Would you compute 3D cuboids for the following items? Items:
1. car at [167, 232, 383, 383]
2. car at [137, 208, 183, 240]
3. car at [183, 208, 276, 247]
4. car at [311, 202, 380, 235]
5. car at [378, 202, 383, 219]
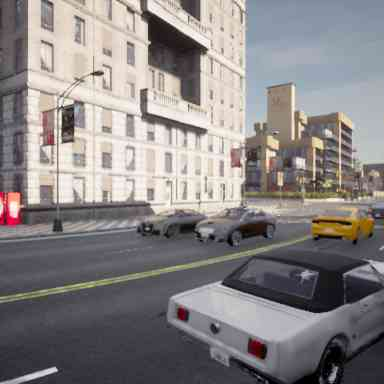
[{"bbox_3d":[2.028,1.601,5.247,4.718,1.301,1.895,0,0,-40],"label":"car"},{"bbox_3d":[-0.795,1.558,17.259,1.994,1.385,4.181,0,0,41],"label":"car"},{"bbox_3d":[2.129,1.489,15.287,2.128,1.511,4.902,0,0,41],"label":"car"},{"bbox_3d":[7.360,1.476,16.008,1.882,1.535,5.008,0,0,39],"label":"car"},{"bbox_3d":[14.760,1.525,25.797,1.812,1.442,4.674,0,0,37],"label":"car"}]
